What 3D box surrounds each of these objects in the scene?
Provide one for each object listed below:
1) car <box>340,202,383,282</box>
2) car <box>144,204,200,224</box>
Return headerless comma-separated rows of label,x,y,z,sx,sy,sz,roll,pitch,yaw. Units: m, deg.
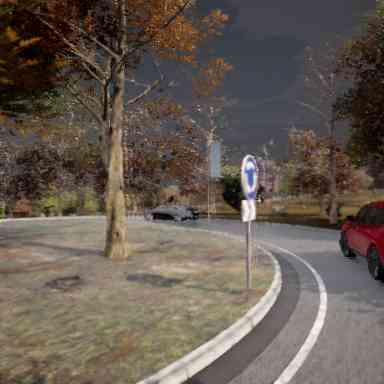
car,6.123,1.307,9.964,2.150,2.045,5.566,0,0,13
car,-1.639,1.679,26.400,4.902,1.511,2.128,0,-1,36
